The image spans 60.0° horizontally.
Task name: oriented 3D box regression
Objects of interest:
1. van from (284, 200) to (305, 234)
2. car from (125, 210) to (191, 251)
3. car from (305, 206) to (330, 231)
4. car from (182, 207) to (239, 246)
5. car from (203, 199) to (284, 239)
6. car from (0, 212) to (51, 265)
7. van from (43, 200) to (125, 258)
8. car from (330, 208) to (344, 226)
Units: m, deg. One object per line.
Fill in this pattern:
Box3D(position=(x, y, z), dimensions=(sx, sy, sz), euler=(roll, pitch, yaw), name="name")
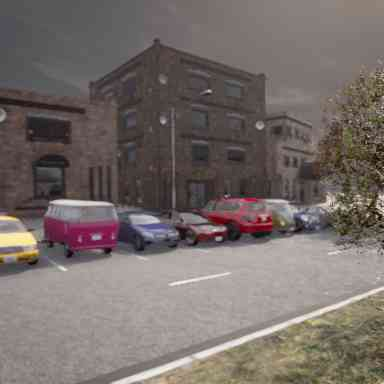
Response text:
Box3D(position=(4.047, 1.435, 19.753), dimensions=(1.878, 1.987, 4.442), euler=(1, -1, -39), name="van")
Box3D(position=(-2.365, 1.622, 14.818), dimensions=(2.002, 1.452, 4.674), euler=(1, -1, -37), name="car")
Box3D(position=(6.105, 1.559, 21.592), dimensions=(2.185, 1.767, 4.553), euler=(1, -1, -39), name="car")
Box3D(position=(-0.283, 1.640, 16.401), dimensions=(2.163, 1.488, 4.792), euler=(1, -1, -38), name="car")
Box3D(position=(1.818, 1.387, 18.145), dimensions=(2.435, 2.045, 5.566), euler=(1, -1, -38), name="car")
Box3D(position=(-6.608, 1.513, 11.395), dimensions=(1.946, 1.575, 5.366), euler=(1, -1, -36), name="car")
Box3D(position=(-4.595, 1.325, 13.272), dimensions=(1.878, 1.987, 4.442), euler=(1, -1, -37), name="van")
Box3D(position=(8.277, 1.707, 23.285), dimensions=(2.231, 1.521, 4.892), euler=(1, 0, -39), name="car")
